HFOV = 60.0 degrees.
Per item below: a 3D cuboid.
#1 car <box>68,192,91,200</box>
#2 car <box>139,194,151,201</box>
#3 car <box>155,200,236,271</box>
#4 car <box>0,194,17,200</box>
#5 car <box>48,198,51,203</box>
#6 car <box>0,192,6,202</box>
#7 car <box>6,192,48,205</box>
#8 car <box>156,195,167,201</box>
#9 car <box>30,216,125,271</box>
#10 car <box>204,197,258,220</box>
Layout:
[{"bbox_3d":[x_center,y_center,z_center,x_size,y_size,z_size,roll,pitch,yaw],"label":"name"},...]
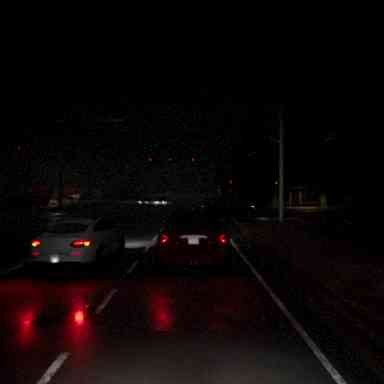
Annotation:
[{"bbox_3d":[-24.954,0.898,72.962,3.866,1.878,1.905,0,0,0],"label":"car"},{"bbox_3d":[-10.147,1.223,71.981,1.882,1.535,5.008,0,0,1],"label":"car"},{"bbox_3d":[0.055,1.313,10.945,2.097,1.767,4.553,0,0,0],"label":"car"},{"bbox_3d":[-42.409,1.096,75.846,3.905,1.438,1.784,0,0,0],"label":"car"},{"bbox_3d":[-24.926,0.968,53.339,3.866,1.878,1.905,0,0,0],"label":"car"},{"bbox_3d":[-42.475,0.896,72.949,4.605,1.855,1.932,0,0,0],"label":"car"},{"bbox_3d":[-24.981,0.975,50.445,4.605,1.855,1.932,0,0,0],"label":"car"},{"bbox_3d":[-6.648,1.340,71.863,1.895,1.301,4.718,0,0,1],"label":"car"},{"bbox_3d":[-3.443,1.488,10.719,1.812,1.442,4.674,0,0,1],"label":"car"},{"bbox_3d":[2.818,1.204,26.123,4.553,1.767,2.097,0,0,-1],"label":"car"}]
